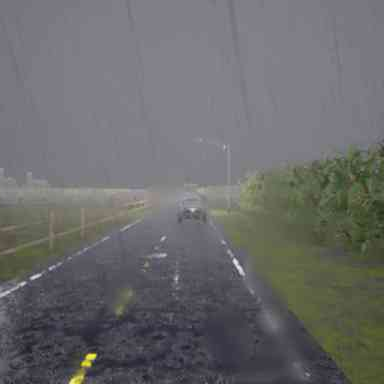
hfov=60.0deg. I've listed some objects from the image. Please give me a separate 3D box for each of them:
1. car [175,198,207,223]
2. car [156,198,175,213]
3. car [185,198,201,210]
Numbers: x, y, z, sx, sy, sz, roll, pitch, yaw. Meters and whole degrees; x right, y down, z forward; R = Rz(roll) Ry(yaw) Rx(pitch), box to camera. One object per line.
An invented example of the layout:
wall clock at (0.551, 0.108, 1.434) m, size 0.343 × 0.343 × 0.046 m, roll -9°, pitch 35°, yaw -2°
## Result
car at (0.063, 1.303, 25.414) m, size 2.097 × 1.767 × 4.553 m, roll 0°, pitch 0°, yaw 1°
car at (-2.755, 1.436, 35.897) m, size 1.837 × 1.490 × 4.892 m, roll 0°, pitch 0°, yaw 1°
car at (0.115, 1.476, 43.283) m, size 1.994 × 1.385 × 4.181 m, roll 0°, pitch 0°, yaw 0°
